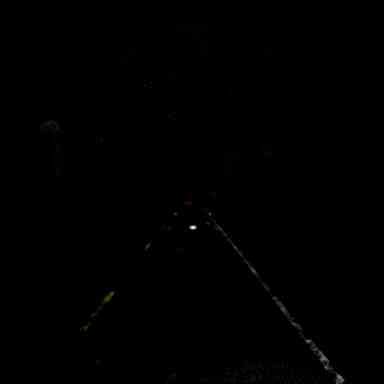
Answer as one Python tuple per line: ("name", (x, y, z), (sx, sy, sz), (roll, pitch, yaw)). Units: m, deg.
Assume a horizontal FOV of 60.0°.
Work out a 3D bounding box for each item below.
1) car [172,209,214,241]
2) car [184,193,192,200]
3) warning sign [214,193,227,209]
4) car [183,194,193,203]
("car", (0.038, 1.515, 16.475), (1.994, 1.385, 4.181), (0, 0, 0))
("car", (-0.982, 1.101, 76.206), (1.882, 1.535, 5.008), (0, 0, -2))
("warning sign", (3.300, 1.002, 38.681), (1.300, 1.860, 1.060), (1, 1, -1))
("car", (-0.734, 1.321, 65.784), (1.837, 1.490, 4.892), (0, 0, -1))
